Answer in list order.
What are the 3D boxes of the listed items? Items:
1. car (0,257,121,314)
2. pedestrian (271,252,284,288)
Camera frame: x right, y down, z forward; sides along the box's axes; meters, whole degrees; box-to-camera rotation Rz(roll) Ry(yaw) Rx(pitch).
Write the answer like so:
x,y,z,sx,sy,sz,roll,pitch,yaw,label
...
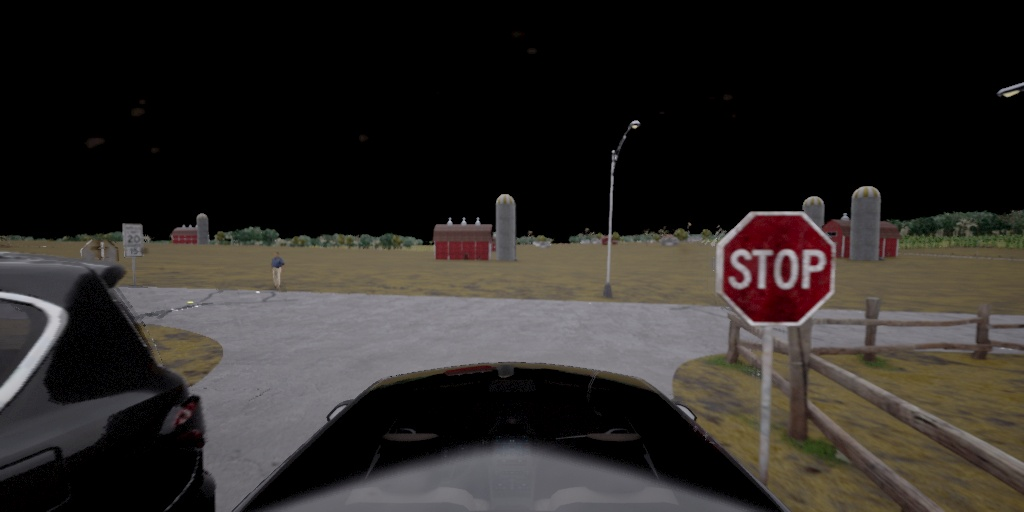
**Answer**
x,y,z,sx,sy,sz,roll,pitch,yaw,label
-16.767,0.894,12.077,4.902,1.511,2.128,2,2,1,car
-11.777,0.679,17.939,0.375,1.860,0.375,0,0,1,pedestrian
